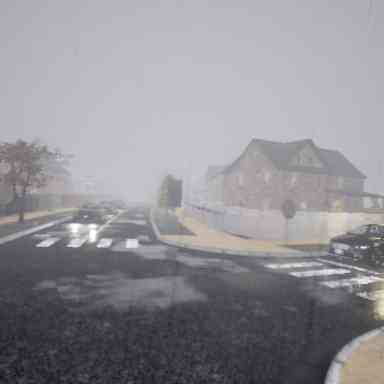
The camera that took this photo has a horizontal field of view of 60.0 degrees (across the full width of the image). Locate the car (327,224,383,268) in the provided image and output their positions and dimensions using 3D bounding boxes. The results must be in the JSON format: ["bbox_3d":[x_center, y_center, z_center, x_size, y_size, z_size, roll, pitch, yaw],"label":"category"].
[{"bbox_3d":[7.653,2.081,13.516,4.902,1.511,2.128,3,-1,-28],"label":"car"}]

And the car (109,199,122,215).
[{"bbox_3d":[-9.089,1.585,35.629,2.033,1.411,5.357,2,-1,-7],"label":"car"}]

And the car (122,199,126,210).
[{"bbox_3d":[-10.237,1.661,46.302,2.033,1.411,5.357,2,-1,-5],"label":"car"}]

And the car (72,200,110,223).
[{"bbox_3d":[-7.699,1.539,25.266,1.994,1.385,4.181,2,-1,-8],"label":"car"}]
